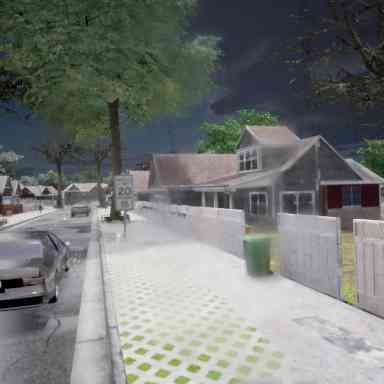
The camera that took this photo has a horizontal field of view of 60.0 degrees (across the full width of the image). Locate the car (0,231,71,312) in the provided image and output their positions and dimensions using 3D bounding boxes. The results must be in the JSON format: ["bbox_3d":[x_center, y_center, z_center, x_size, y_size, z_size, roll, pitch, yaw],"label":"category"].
[{"bbox_3d":[-4.104,1.671,8.101,2.033,1.411,5.357,-2,0,-16],"label":"car"}]

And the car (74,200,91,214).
[{"bbox_3d":[-15.543,2.076,47.497,2.097,1.767,4.553,-2,-1,-16],"label":"car"}]

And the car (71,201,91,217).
[{"bbox_3d":[-12.731,2.026,38.001,2.128,1.511,4.902,-2,-1,-16],"label":"car"}]
